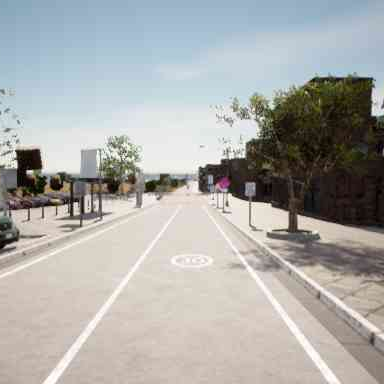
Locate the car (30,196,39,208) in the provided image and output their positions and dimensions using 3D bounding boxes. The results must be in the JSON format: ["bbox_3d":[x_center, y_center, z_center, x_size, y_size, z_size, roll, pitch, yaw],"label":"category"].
[{"bbox_3d":[-22.111,1.346,40.929,5.008,1.535,2.097,0,0,0],"label":"car"}]

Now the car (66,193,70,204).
[{"bbox_3d":[-22.149,1.357,52.030,4.792,1.488,2.163,0,0,0],"label":"car"}]

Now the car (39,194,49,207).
[{"bbox_3d":[-22.102,1.342,43.704,4.892,1.521,2.231,0,0,0],"label":"car"}]

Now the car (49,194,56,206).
[{"bbox_3d":[-22.141,1.366,46.478,4.792,1.488,2.163,0,0,0],"label":"car"}]

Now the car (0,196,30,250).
[{"bbox_3d":[-8.956,1.164,11.284,5.566,2.045,2.435,0,0,0],"label":"car"}]

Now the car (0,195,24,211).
[{"bbox_3d":[-22.132,1.226,38.153,4.553,1.767,2.185,0,0,0],"label":"car"}]

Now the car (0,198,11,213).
[{"bbox_3d":[-22.095,1.397,35.377,4.674,1.452,2.002,0,0,0],"label":"car"}]

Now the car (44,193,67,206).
[{"bbox_3d":[-21.930,1.329,49.253,5.366,1.575,1.946,0,0,0],"label":"car"}]
